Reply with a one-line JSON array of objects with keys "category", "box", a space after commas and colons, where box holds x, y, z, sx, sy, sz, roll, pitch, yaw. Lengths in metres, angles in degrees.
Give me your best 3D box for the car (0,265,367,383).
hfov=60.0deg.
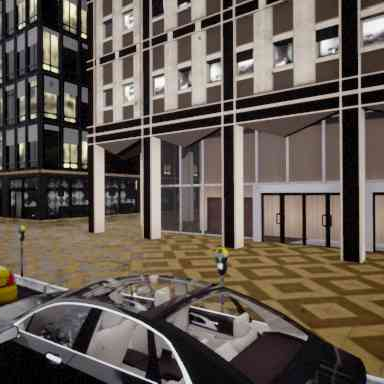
[{"category": "car", "box": [-0.650, 1.551, 3.346, 4.403, 1.369, 2.008, 0, 0, 36]}]
